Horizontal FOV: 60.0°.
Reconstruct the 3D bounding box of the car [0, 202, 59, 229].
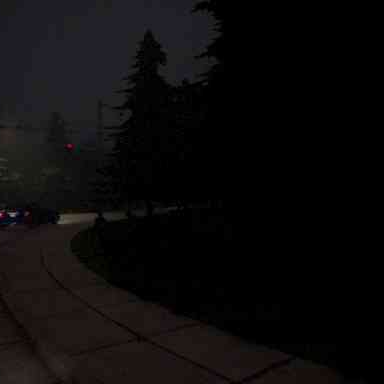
[{"bbox_3d":[-10.930,1.470,22.692,2.097,1.767,4.553,0,0,3],"label":"car"}]
